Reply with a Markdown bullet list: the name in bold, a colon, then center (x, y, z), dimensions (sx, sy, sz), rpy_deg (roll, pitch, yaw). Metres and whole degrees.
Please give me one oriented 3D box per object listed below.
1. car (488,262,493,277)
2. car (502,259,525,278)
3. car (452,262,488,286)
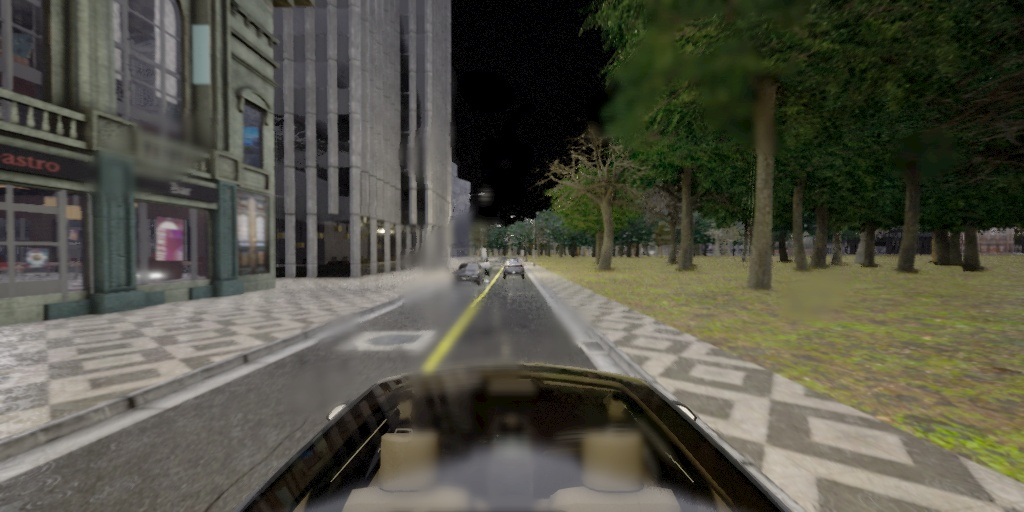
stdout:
- **car**: center (-2.926, 1.262, 34.754), dimensions (1.895, 1.301, 4.718), rpy_deg (0, 0, 0)
- **car**: center (0.158, 1.170, 32.397), dimensions (2.128, 1.511, 4.902), rpy_deg (0, 0, 0)
- **car**: center (-2.964, 1.217, 25.223), dimensions (1.837, 1.490, 4.892), rpy_deg (0, 0, 1)
